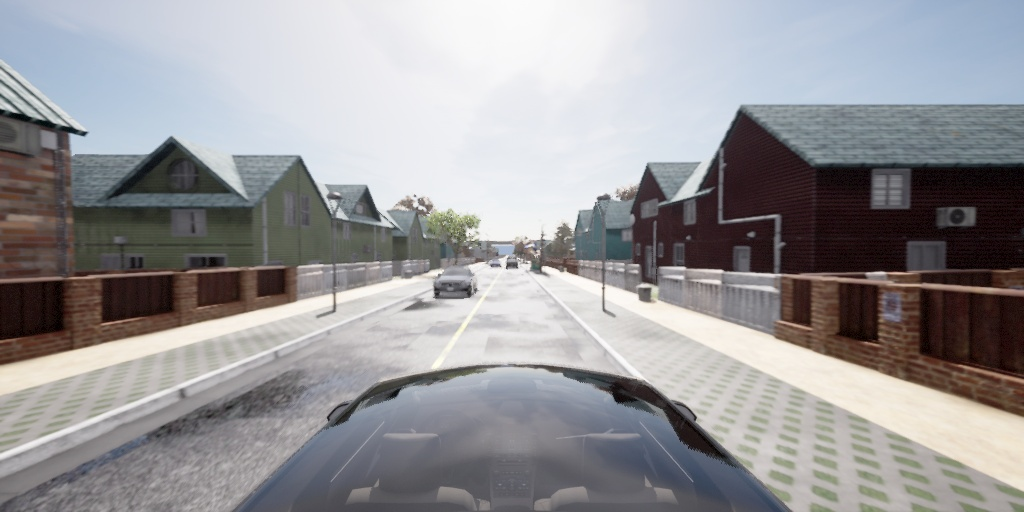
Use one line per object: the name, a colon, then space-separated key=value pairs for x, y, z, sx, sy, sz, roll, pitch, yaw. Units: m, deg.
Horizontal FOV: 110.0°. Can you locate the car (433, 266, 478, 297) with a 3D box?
car: x=-2.859 y=1.272 z=19.012 sx=1.812 sy=1.442 sz=4.674 roll=0 pitch=0 yaw=0

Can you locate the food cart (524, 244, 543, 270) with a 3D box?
food cart: x=3.008 y=0.212 z=47.042 sx=2.280 sy=3.560 sz=4.660 roll=0 pitch=0 yaw=0

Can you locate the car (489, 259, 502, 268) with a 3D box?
car: x=-2.784 y=1.275 z=61.187 sx=1.812 sy=1.442 sz=4.674 roll=0 pitch=0 yaw=1

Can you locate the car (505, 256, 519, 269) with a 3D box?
car: x=-0.001 y=1.226 z=56.625 sx=1.882 sy=1.535 sz=5.008 roll=0 pitch=0 yaw=0
